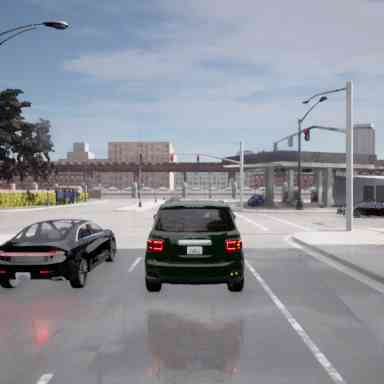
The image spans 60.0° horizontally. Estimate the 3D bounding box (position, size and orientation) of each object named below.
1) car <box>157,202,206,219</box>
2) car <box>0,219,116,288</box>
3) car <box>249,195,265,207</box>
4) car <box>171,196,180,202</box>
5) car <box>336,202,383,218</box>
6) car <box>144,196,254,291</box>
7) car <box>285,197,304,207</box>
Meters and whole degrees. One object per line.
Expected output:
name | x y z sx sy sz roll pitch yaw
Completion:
car | -0.897 1.561 29.044 4.181 1.385 1.994 0 0 0
car | -3.436 1.491 9.194 2.128 1.511 4.902 0 0 0
car | 9.624 1.290 49.301 2.242 1.667 4.611 0 0 0
car | -3.628 1.546 73.750 1.994 1.385 4.181 0 0 0
car | 15.598 1.545 29.234 5.357 1.411 2.033 0 0 -1
car | 0.069 1.221 9.112 2.150 2.045 5.566 0 0 0
car | 15.368 1.451 50.073 1.970 1.475 3.806 0 0 0
